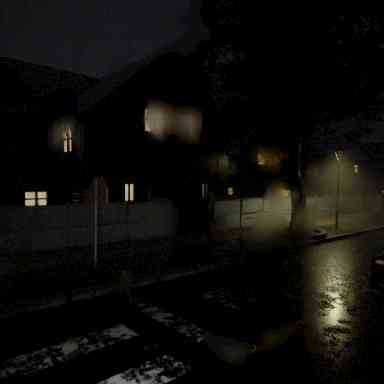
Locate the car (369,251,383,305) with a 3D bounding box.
[{"bbox_3d":[5.298,1.427,6.750,4.902,1.511,2.128,0,2,-42],"label":"car"}]
